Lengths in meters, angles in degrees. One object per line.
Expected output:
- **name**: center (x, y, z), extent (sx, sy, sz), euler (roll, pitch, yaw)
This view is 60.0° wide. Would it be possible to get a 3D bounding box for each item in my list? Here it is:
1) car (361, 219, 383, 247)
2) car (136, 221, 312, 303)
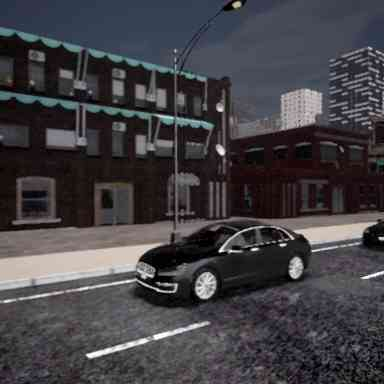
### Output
- **car**: center (8.957, 1.619, 13.946), extent (4.181, 1.385, 1.994), euler (0, 0, -36)
- **car**: center (0.986, 1.524, 8.344), extent (4.892, 1.490, 1.837), euler (0, 0, -35)
